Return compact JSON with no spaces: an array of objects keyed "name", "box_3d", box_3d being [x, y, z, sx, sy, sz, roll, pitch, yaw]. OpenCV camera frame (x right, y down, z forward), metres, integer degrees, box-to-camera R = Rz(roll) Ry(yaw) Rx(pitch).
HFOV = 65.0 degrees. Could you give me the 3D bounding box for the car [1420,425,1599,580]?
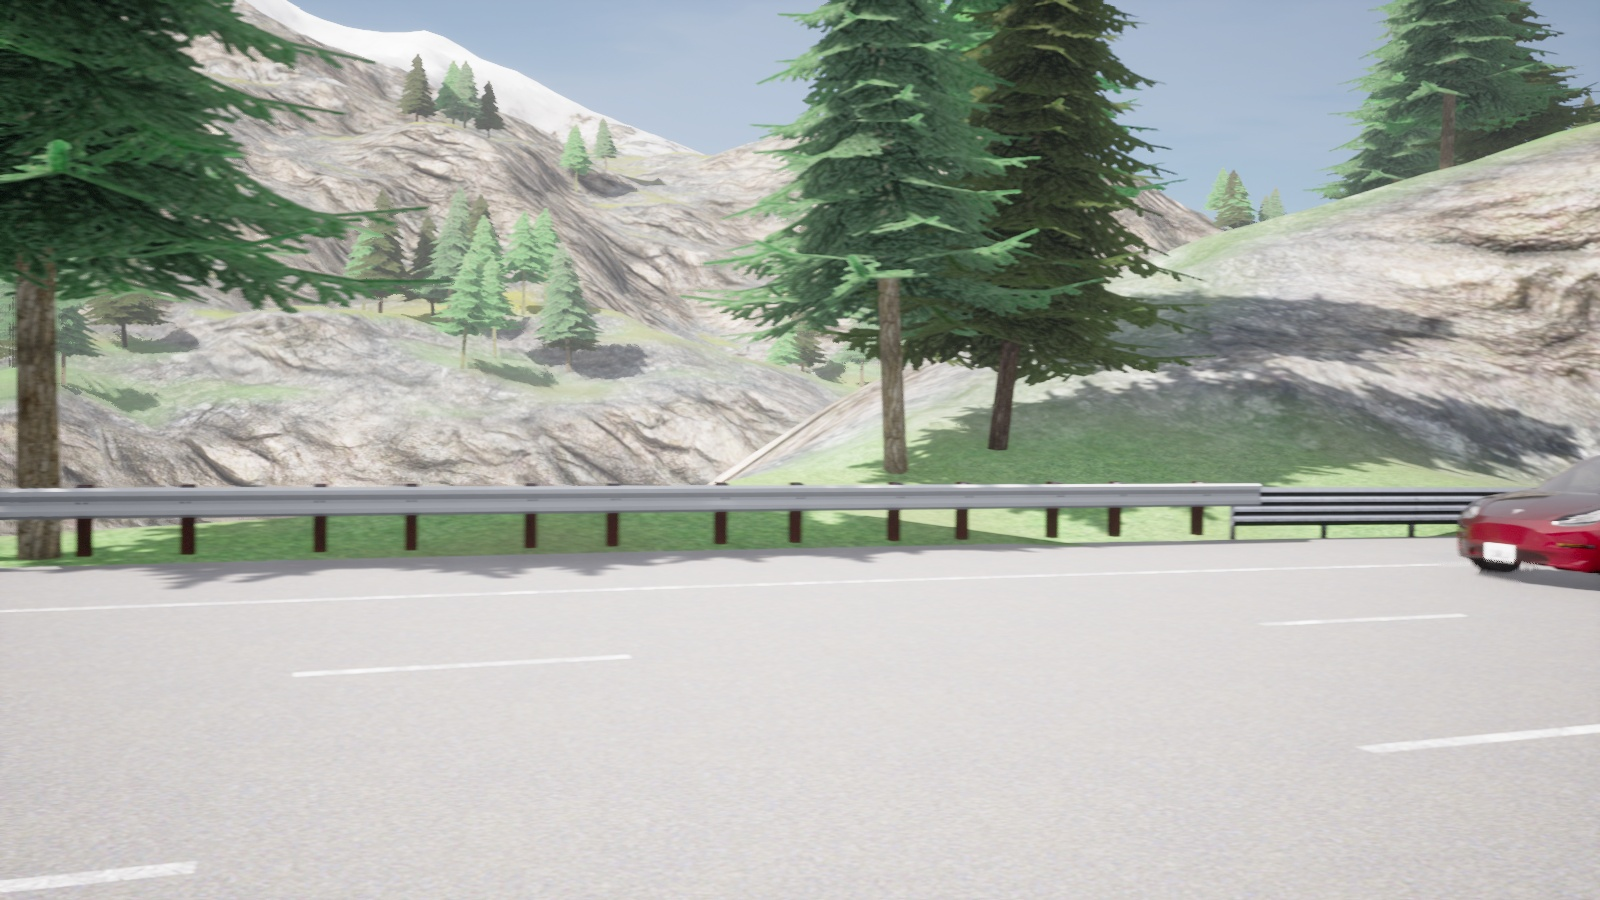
[{"name":"car","box_3d":[9.635,0.466,13.866,4.792,1.488,2.163,-1,1,-16]}]
